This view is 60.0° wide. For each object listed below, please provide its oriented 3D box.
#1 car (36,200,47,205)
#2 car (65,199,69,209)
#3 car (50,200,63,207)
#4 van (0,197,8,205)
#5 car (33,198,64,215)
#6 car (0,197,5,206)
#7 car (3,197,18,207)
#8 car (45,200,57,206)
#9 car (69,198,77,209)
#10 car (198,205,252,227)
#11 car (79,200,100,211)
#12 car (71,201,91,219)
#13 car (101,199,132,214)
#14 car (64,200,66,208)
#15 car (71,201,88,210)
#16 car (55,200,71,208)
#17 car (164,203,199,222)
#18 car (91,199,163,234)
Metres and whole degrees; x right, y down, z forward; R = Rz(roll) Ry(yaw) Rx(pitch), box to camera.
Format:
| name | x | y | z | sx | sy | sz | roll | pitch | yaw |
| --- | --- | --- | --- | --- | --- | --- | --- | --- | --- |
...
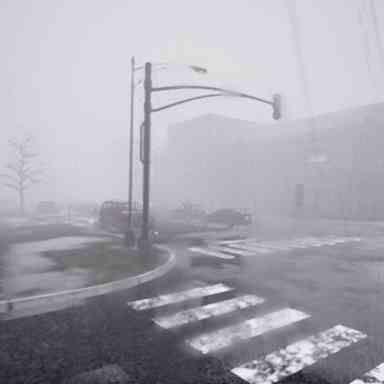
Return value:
| name | x | y | z | sx | sy | sz | roll | pitch | yaw |
| --- | --- | --- | --- | --- | --- | --- | --- | --- | --- |
| car | -38.389 | 2.591 | 84.615 | 1.802 | 1.307 | 4.206 | 1 | -1 | -35 |
| car | -21.092 | 2.228 | 54.960 | 1.895 | 1.301 | 4.718 | 1 | -1 | -35 |
| car | -28.903 | 2.431 | 70.938 | 1.802 | 1.307 | 4.206 | 1 | -1 | -35 |
| van | -45.273 | 2.182 | 79.842 | 1.690 | 1.788 | 3.998 | 1 | -1 | -35 |
| car | -16.815 | 1.802 | 38.811 | 1.967 | 1.590 | 4.097 | 1 | -1 | -35 |
| car | -42.111 | 2.103 | 75.284 | 2.192 | 1.841 | 5.009 | 1 | -1 | -35 |
| car | -35.787 | 2.232 | 66.163 | 2.008 | 1.369 | 4.403 | 1 | -1 | -35 |
| car | -32.065 | 2.485 | 75.497 | 1.802 | 1.307 | 4.206 | 1 | -1 | -35 |
| car | -15.095 | 2.019 | 46.397 | 2.128 | 1.511 | 4.902 | 1 | -1 | -34 |
| car | 2.717 | 1.881 | 25.350 | 1.947 | 1.339 | 4.313 | 1 | -1 | -35 |
| car | -16.255 | 2.077 | 52.705 | 1.967 | 1.590 | 4.097 | 1 | -1 | -35 |
| car | -10.218 | 1.885 | 33.849 | 2.033 | 1.411 | 5.357 | 1 | -1 | -35 |
| car | -9.931 | 1.845 | 43.589 | 2.192 | 1.841 | 5.009 | 1 | -1 | -35 |
| car | -20.689 | 2.122 | 49.118 | 2.033 | 1.411 | 5.357 | 1 | -1 | -35 |
| car | -19.417 | 2.272 | 57.262 | 1.802 | 1.307 | 4.206 | 1 | -1 | -35 |
| car | -25.741 | 2.341 | 66.380 | 1.887 | 1.381 | 4.507 | 1 | -1 | -35 |
| car | -0.445 | 1.809 | 29.911 | 1.967 | 1.590 | 4.097 | 1 | -1 | -35 |
| car | -4.167 | 1.462 | 20.578 | 2.192 | 1.841 | 5.009 | 1 | -1 | -35 |
